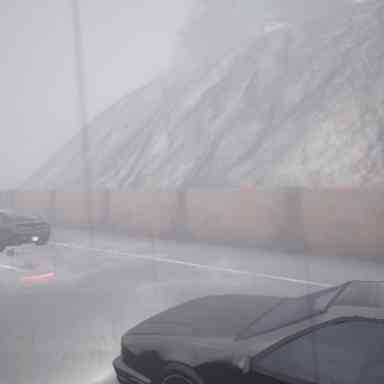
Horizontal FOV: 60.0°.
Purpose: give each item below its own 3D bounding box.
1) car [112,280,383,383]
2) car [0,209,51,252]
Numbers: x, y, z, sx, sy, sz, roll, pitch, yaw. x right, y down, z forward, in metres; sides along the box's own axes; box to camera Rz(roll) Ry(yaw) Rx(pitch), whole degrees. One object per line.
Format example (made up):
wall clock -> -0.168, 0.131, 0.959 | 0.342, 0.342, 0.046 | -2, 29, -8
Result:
car -> 1.768, 1.548, 2.730 | 5.357, 1.411, 2.033 | 0, 0, 35
car -> -7.853, 1.498, 13.882 | 4.892, 1.490, 1.837 | 0, 0, 35
